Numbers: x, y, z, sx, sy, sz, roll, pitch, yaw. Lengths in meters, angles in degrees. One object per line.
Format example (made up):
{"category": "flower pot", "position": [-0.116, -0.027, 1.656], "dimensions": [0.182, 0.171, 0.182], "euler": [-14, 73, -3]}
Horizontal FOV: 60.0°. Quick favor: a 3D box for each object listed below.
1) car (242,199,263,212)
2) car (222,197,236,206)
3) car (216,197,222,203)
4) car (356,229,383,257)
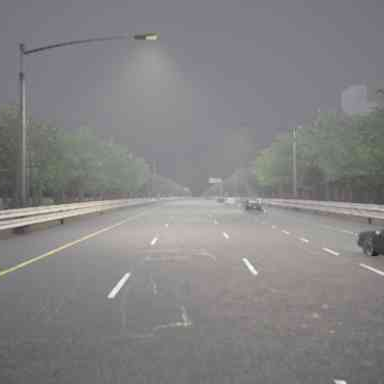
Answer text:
{"category": "car", "position": [7.078, 1.602, 39.572], "dimensions": [1.812, 1.442, 4.674], "euler": [0, 0, 0]}
{"category": "car", "position": [7.198, 1.808, 62.323], "dimensions": [1.812, 1.442, 4.674], "euler": [0, -1, 0]}
{"category": "car", "position": [7.390, 2.073, 86.487], "dimensions": [1.882, 1.535, 5.008], "euler": [0, -1, 1]}
{"category": "car", "position": [7.020, 1.550, 9.888], "dimensions": [2.033, 1.411, 5.357], "euler": [0, 0, 0]}
